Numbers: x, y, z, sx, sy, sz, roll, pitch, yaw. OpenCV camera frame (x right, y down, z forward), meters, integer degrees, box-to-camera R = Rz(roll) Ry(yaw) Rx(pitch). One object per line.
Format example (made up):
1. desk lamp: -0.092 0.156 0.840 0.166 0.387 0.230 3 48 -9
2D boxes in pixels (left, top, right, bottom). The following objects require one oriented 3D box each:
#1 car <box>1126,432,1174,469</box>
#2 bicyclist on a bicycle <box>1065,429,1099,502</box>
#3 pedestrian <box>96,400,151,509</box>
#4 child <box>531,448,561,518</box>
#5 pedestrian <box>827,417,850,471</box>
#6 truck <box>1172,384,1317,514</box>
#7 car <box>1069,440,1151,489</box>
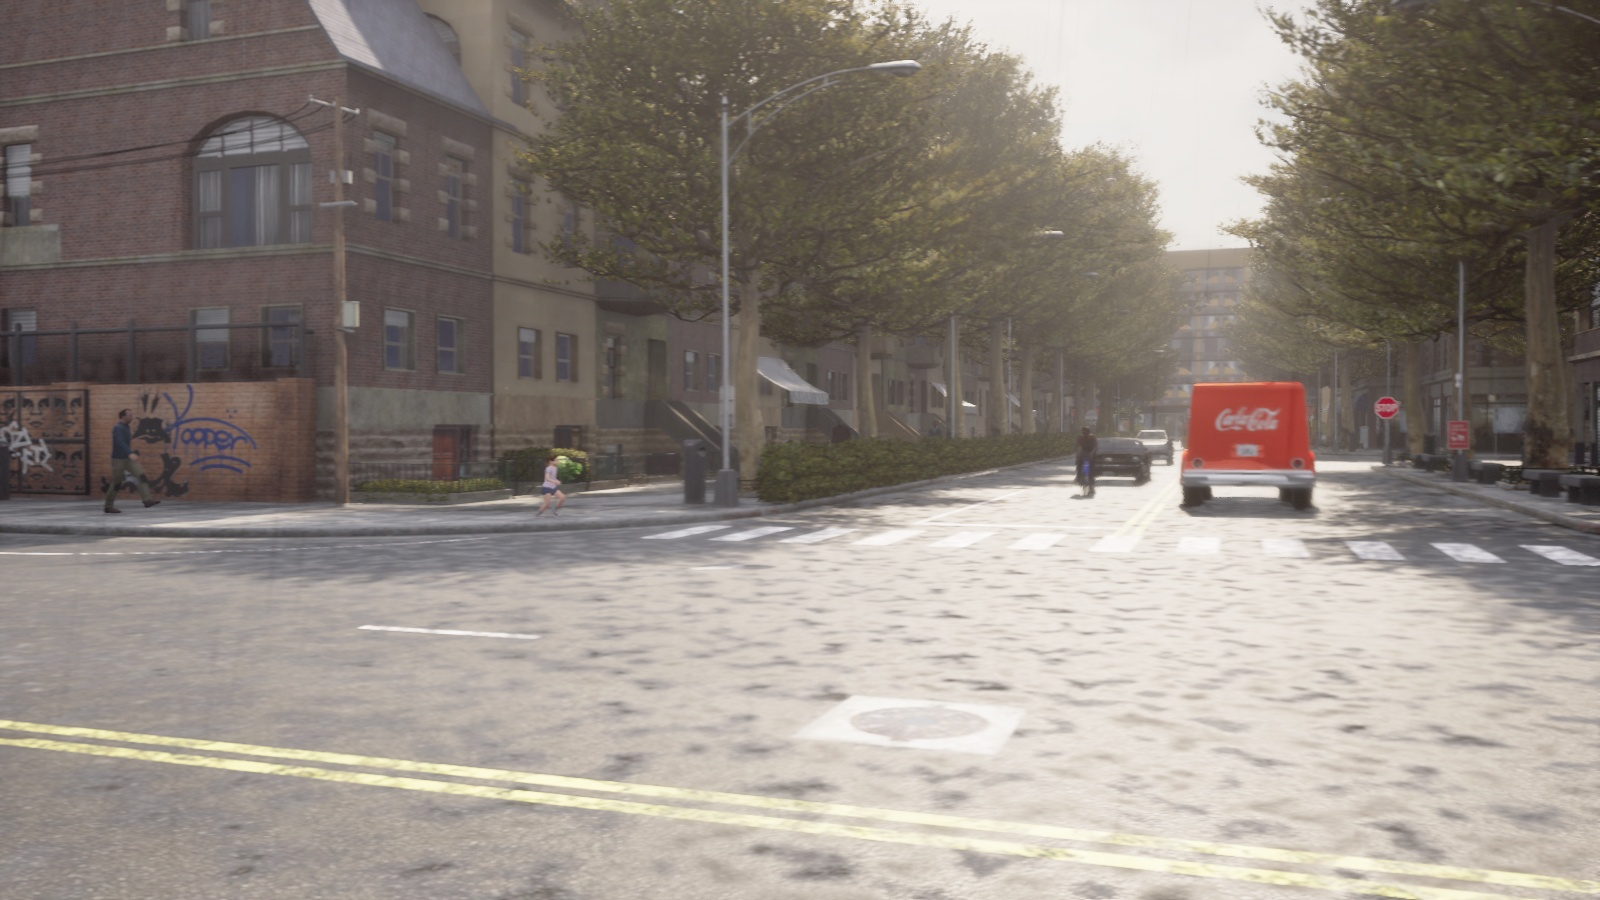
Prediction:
1. car: 15.131 -0.016 54.190 1.789 1.549 3.705 1 1 19
2. bicyclist on a bicycle: 6.558 0.331 29.155 0.582 1.620 1.656 1 2 19
3. pedestrian: -11.549 0.074 21.456 0.726 1.842 0.402 0 1 -2
4. child: -4.066 0.521 20.093 0.394 1.110 0.255 1 1 19
5. pedestrian: 1.324 -0.220 43.070 0.634 1.844 0.899 1 1 14
6. truck: 9.438 -0.060 26.827 2.627 2.467 5.204 1 1 19
7. car: 9.124 0.366 36.688 1.895 1.301 4.718 1 1 19
